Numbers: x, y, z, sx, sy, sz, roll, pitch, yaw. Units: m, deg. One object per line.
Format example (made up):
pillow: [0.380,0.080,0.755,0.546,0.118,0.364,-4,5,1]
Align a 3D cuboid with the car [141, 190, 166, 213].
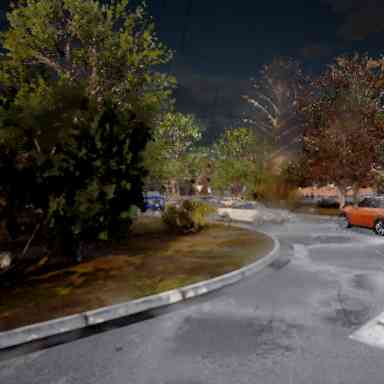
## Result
car: [-4.136,0.843,31.952,2.150,2.045,5.566,-1,0,-22]

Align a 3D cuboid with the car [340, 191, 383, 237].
car: [8.846,0.981,15.611,2.097,1.767,4.553,-1,0,-3]

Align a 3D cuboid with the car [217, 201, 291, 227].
car: [3.632,1.244,20.043,1.895,1.301,4.718,-1,1,-31]
